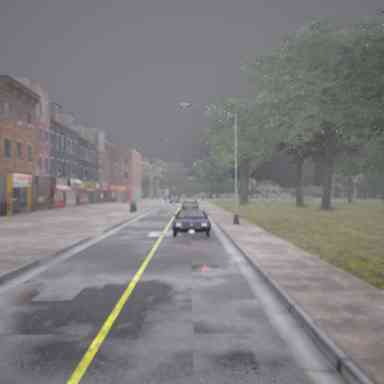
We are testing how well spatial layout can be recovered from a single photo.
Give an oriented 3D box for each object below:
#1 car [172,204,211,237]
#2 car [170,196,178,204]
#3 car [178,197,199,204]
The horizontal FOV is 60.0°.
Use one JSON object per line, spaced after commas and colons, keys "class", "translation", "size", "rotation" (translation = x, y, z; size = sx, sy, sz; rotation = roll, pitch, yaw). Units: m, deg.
{"class": "car", "translation": [-0.035, 1.567, 17.892], "size": [1.895, 1.301, 4.718], "rotation": [0, 0, 0]}
{"class": "car", "translation": [-3.266, 1.553, 63.549], "size": [2.033, 1.411, 5.357], "rotation": [0, 0, 0]}
{"class": "car", "translation": [-0.193, 1.439, 37.226], "size": [2.128, 1.511, 4.902], "rotation": [0, 0, 0]}
